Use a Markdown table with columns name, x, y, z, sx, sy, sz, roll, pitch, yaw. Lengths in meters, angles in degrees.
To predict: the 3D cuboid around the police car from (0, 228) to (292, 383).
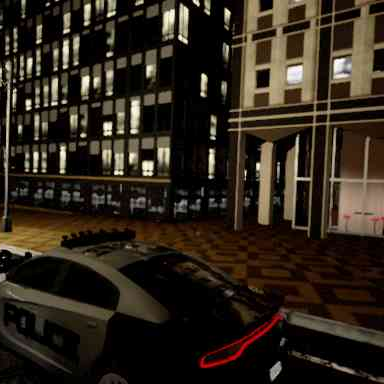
| name | x | y | z | sx | sy | sz | roll | pitch | yaw |
| --- | --- | --- | --- | --- | --- | --- | --- | --- | --- |
| police car | -1.355 | 1.336 | 4.503 | 5.238 | 1.638 | 1.930 | 2 | 1 | 35 |
